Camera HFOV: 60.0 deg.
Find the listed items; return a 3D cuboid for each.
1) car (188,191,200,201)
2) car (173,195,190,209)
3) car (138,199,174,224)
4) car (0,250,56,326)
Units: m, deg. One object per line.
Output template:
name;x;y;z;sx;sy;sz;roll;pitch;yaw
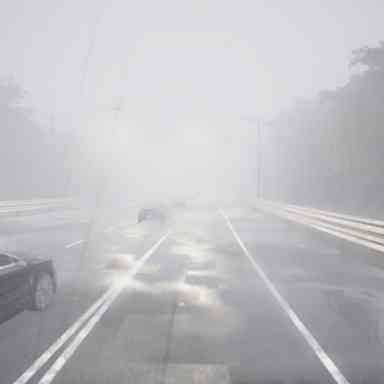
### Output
car;-0.035;1.071;70.950;2.128;1.511;4.902;0;1;3
car;-1.655;1.353;41.836;1.812;1.442;4.674;0;0;3
car;-2.655;1.424;23.835;1.812;1.442;4.674;0;0;3
car;-3.714;1.464;4.756;2.128;1.511;4.902;0;0;3
